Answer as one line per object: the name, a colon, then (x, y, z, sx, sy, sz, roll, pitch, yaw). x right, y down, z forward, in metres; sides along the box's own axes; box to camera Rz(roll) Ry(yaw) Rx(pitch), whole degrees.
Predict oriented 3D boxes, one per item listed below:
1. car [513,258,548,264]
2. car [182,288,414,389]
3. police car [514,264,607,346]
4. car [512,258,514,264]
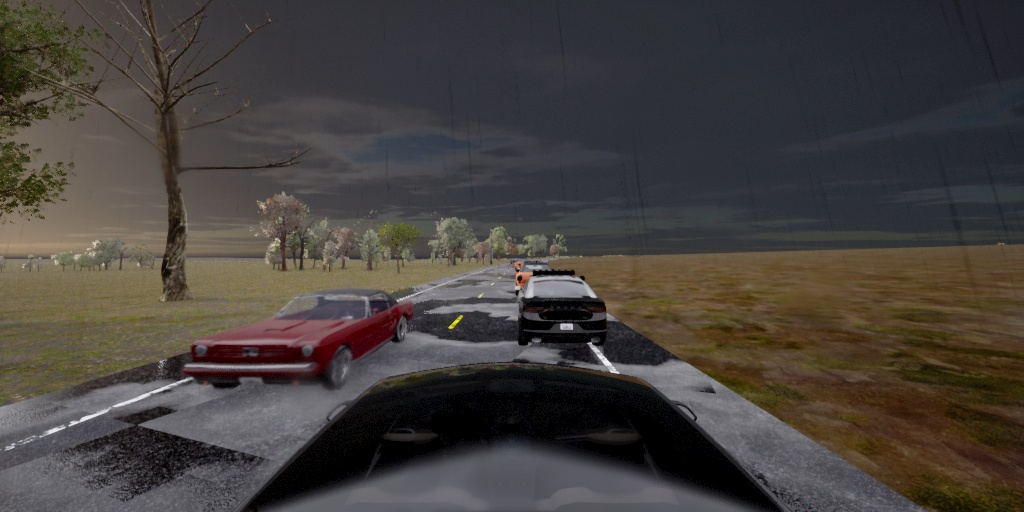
car: (1.254, 1.102, 19.397, 2.097, 1.767, 4.553, 0, 0, 1)
car: (-3.453, 1.351, 6.964, 1.895, 1.301, 4.718, 0, 0, 0)
police car: (1.093, 1.176, 9.572, 1.930, 1.638, 5.238, 0, 0, 1)
car: (1.559, 1.093, 50.712, 2.097, 1.767, 4.553, 0, 0, 4)
